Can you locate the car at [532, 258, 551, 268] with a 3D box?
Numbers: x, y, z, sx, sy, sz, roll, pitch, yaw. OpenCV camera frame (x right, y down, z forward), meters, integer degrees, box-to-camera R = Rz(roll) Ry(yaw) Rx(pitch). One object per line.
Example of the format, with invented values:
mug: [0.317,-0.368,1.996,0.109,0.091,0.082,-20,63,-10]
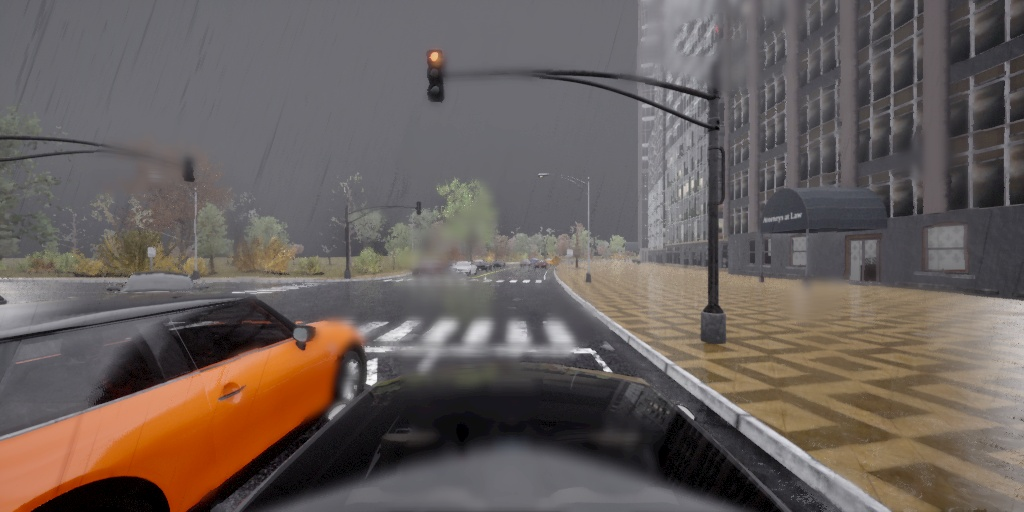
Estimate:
car: [4.923,1.357,59.268,1.895,1.301,4.718,0,0,9]

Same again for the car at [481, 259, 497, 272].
car: [-3.686,1.350,46.491,1.895,1.301,4.718,0,0,7]

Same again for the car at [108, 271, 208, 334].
car: [-11.054,1.259,11.291,1.837,1.490,4.892,3,-3,-45]

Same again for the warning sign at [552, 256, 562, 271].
warning sign: [5.507,0.868,44.175,1.300,1.860,1.060,0,0,7]

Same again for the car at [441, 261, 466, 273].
car: [-7.192,1.348,44.528,1.895,1.301,4.718,0,0,7]

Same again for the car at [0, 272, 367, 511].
car: [-3.101,1.102,3.255,2.097,1.767,4.553,0,0,0]

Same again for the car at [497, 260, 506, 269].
car: [-2.220,1.353,56.926,1.895,1.301,4.718,0,0,9]

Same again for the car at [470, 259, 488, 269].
car: [-5.330,1.276,58.014,1.812,1.442,4.674,0,0,9]

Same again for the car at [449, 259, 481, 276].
car: [-4.788,1.273,36.539,1.812,1.442,4.674,0,0,6]

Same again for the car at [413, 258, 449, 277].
car: [-8.140,1.098,35.592,2.097,1.767,4.553,0,0,6]
